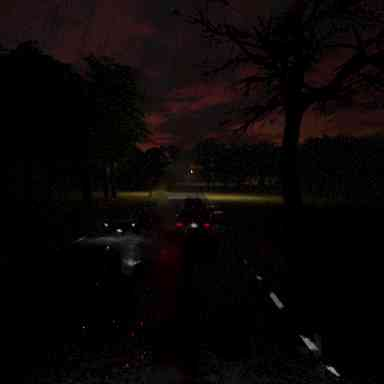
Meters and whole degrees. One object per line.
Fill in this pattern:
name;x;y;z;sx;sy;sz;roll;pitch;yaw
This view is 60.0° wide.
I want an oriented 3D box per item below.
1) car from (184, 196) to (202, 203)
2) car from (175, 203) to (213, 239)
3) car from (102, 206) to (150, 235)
car;0.116;1.217;37.912;2.128;1.511;4.902;0;1;0
car;0.090;1.517;17.308;2.033;1.411;5.357;0;0;0
car;-3.545;1.506;18.977;2.033;1.411;5.357;0;0;1
